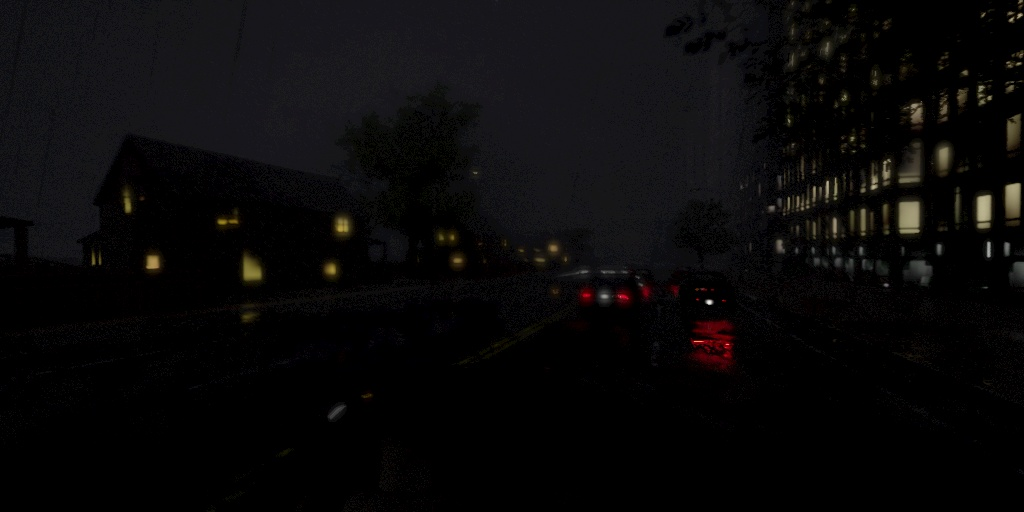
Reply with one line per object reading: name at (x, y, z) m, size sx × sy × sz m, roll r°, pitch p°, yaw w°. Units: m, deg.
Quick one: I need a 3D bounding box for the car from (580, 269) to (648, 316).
car at (4.026, 1.400, 14.077) m, size 2.033 × 1.411 × 5.357 m, roll 0°, pitch -1°, yaw 23°

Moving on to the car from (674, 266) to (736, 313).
car at (7.886, 1.367, 14.814) m, size 1.837 × 1.490 × 4.892 m, roll 0°, pitch 0°, yaw 23°

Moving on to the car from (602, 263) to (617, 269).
car at (16.432, 1.858, 60.365) m, size 1.994 × 1.385 × 4.181 m, roll 0°, pitch -1°, yaw 23°

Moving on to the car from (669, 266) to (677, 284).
car at (13.984, 1.517, 29.246) m, size 1.812 × 1.442 × 4.674 m, roll 0°, pitch 0°, yaw 23°

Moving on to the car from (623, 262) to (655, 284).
car at (10.705, 1.487, 29.853) m, size 2.128 × 1.511 × 4.902 m, roll 0°, pitch -1°, yaw 23°
